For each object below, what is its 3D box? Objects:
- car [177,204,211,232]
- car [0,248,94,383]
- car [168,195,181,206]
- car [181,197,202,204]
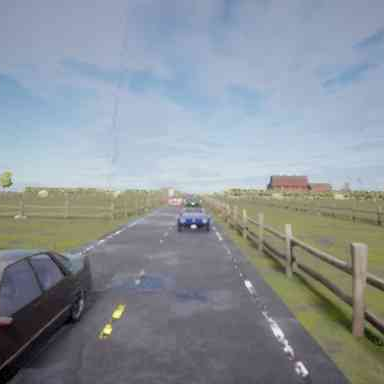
[{"bbox_3d":[0.094,1.607,20.353,1.895,1.301,4.718,0,0,0],"label":"car"},{"bbox_3d":[-2.852,1.549,4.415,2.033,1.411,5.357,0,0,0],"label":"car"},{"bbox_3d":[-2.776,1.371,55.255,2.097,1.767,4.553,0,0,0],"label":"car"},{"bbox_3d":[0.096,1.364,38.765,2.097,1.767,4.553,0,0,0],"label":"car"}]
